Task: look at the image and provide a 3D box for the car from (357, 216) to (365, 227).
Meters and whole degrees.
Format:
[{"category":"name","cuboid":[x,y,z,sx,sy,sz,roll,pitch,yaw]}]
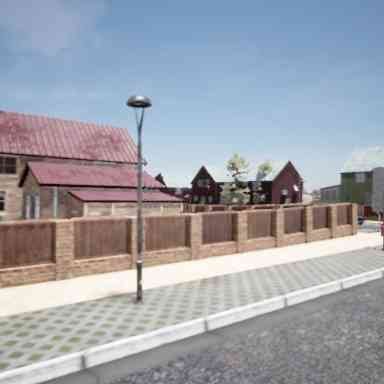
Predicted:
[{"category":"car","cuboid":[9.694,1.914,23.837,1.895,1.301,4.718,1,-2,-36]}]
